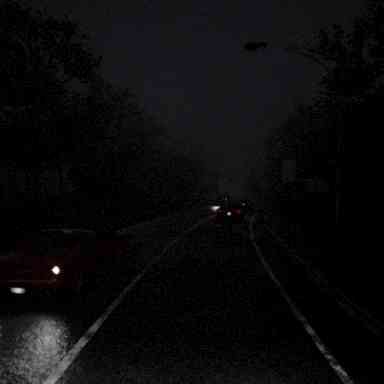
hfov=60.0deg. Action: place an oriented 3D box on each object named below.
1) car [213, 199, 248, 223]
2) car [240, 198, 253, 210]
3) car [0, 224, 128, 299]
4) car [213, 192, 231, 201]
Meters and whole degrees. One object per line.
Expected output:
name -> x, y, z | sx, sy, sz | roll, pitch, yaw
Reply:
car -> 3.011, 1.508, 25.516 | 1.994, 1.385, 4.181 | 1, 0, 11
car -> 6.617, 1.479, 42.086 | 1.994, 1.385, 4.181 | 1, 0, 13
car -> -3.142, 1.551, 8.508 | 1.895, 1.301, 4.718 | 0, 0, 4
car -> 4.600, 1.051, 50.299 | 2.150, 2.045, 5.566 | 1, 0, 12
